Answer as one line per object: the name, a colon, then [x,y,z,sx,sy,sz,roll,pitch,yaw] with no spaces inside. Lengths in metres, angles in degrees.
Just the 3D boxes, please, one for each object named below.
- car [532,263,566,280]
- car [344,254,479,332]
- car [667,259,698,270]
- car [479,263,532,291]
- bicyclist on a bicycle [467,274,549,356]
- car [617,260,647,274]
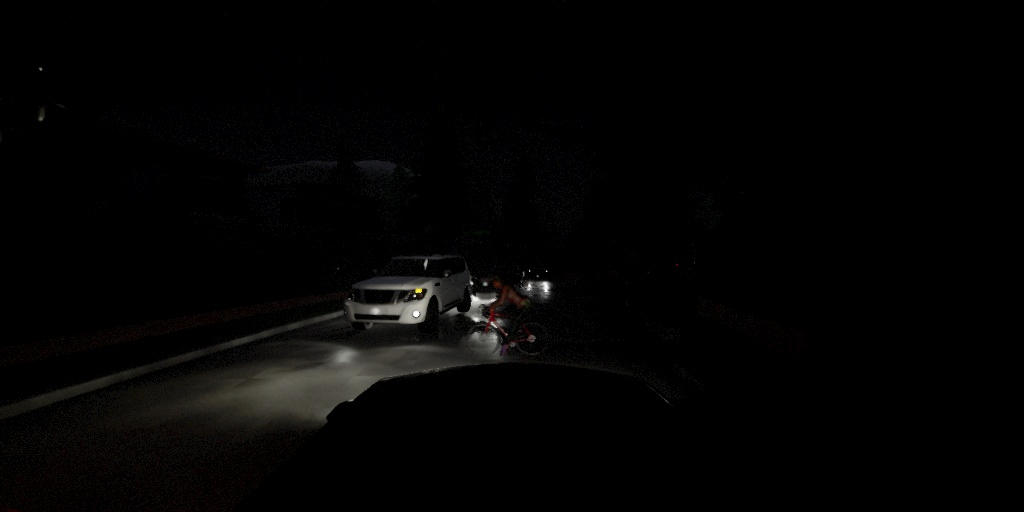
car: [3.032,1.279,30.507,1.895,1.301,4.718,0,0,26]
car: [-2.825,0.946,11.216,2.150,2.045,5.566,0,0,8]
car: [23.502,1.185,49.458,5.357,1.411,2.033,0,0,-37]
car: [-0.641,1.192,21.040,2.128,1.511,4.902,0,0,18]
bicyclist on a bicycle: [-0.100,1.185,7.065,1.656,1.620,0.582,-2,0,3]
car: [13.357,1.136,39.670,1.882,1.535,5.008,0,0,39]
